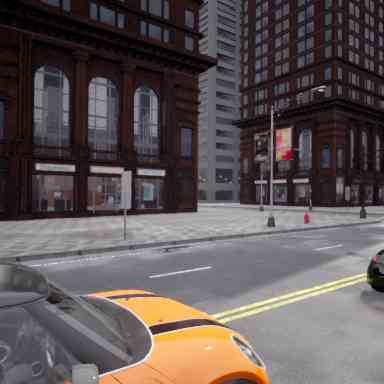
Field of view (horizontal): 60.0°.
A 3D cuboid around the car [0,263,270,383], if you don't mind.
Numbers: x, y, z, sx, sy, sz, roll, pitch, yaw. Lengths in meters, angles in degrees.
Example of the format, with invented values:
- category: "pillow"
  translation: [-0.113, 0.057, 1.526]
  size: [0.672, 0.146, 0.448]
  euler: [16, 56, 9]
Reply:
- category: "car"
  translation: [-1.512, 1.352, 2.360]
  size: [4.553, 1.767, 2.097]
  euler: [0, 0, -36]

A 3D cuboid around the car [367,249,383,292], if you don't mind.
- category: "car"
  translation: [5.916, 1.576, 7.681]
  size: [4.181, 1.385, 1.994]
  euler: [0, 0, -35]
